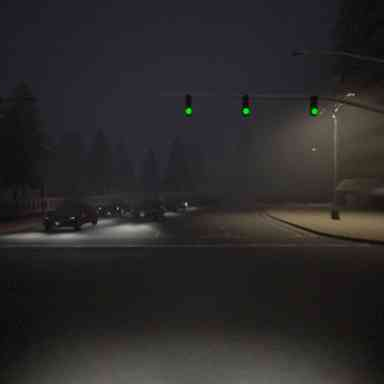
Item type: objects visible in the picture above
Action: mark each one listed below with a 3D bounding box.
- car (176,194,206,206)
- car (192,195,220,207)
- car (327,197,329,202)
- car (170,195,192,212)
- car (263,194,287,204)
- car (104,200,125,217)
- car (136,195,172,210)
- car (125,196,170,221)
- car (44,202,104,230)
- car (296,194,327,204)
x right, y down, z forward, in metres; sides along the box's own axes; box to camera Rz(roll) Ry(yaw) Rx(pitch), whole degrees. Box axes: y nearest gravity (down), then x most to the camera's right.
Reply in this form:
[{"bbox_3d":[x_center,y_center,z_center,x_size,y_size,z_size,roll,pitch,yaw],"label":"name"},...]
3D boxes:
[{"bbox_3d":[-0.063,1.133,47.846,2.128,1.511,4.902,0,0,32],"label":"car"},{"bbox_3d":[1.953,1.268,44.306,1.895,1.301,4.718,0,0,31],"label":"car"},{"bbox_3d":[21.667,1.068,58.177,4.902,1.511,2.128,0,0,-22],"label":"car"},{"bbox_3d":[-1.935,1.279,35.076,2.033,1.411,5.357,0,0,15],"label":"car"},{"bbox_3d":[13.095,1.107,52.257,4.902,1.511,2.128,0,1,-42],"label":"car"},{"bbox_3d":[-6.437,1.375,28.840,1.895,1.301,4.718,0,0,6],"label":"car"},{"bbox_3d":[-4.315,1.196,38.683,2.128,1.511,4.902,0,0,20],"label":"car"},{"bbox_3d":[-3.244,1.291,25.346,2.128,1.511,4.902,0,0,4],"label":"car"},{"bbox_3d":[-6.977,1.364,19.761,1.812,1.442,4.674,0,0,2],"label":"car"},{"bbox_3d":[18.464,1.095,52.275,5.008,1.535,1.882,0,0,-33],"label":"car"}]
